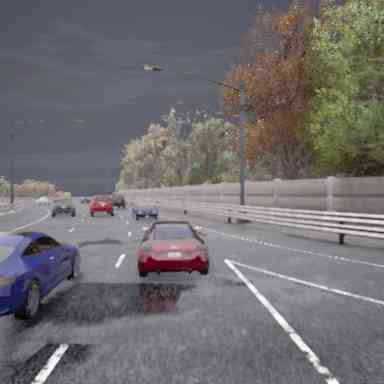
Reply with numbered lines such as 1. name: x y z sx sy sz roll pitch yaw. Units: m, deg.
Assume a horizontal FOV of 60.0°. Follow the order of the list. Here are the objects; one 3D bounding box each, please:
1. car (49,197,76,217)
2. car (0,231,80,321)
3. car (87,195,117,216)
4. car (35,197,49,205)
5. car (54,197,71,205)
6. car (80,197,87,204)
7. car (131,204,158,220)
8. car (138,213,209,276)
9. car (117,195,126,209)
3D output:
1. car: -13.054 1.514 34.083 2.097 1.767 4.553 0 0 -19
2. car: -3.832 1.564 7.176 1.812 1.442 4.674 0 0 -4
3. car: -9.421 1.371 34.444 2.150 2.045 5.566 0 0 -19
4. car: -28.220 1.668 62.921 1.812 1.442 4.674 0 0 -39
5. car: -25.406 1.650 65.002 1.812 1.442 4.674 0 0 -39
6. car: -23.002 1.825 71.708 1.837 1.490 4.892 0 0 -22
7. car: -4.253 1.715 29.317 1.895 1.301 4.718 0 0 -15
8. car: -0.642 1.602 10.591 1.994 1.385 4.181 0 0 -5
9. car: -11.161 1.423 48.068 2.150 2.045 5.566 0 0 -25
